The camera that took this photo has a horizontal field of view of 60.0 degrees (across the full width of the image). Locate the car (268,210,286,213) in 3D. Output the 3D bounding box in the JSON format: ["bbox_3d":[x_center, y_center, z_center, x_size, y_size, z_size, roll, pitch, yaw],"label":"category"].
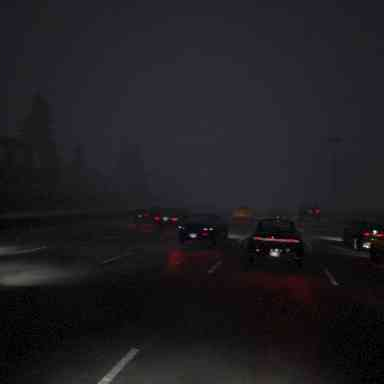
[{"bbox_3d":[8.254,2.357,31.979,1.895,1.301,4.718,2,-1,15],"label":"car"}]

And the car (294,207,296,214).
[{"bbox_3d":[16.557,2.681,50.192,2.097,1.767,4.553,2,-1,15],"label":"car"}]

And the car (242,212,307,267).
[{"bbox_3d":[3.227,1.792,12.825,2.128,1.511,4.902,2,-1,15],"label":"car"}]

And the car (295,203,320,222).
[{"bbox_3d":[13.481,2.272,38.377,2.150,2.045,5.566,2,-1,16],"label":"car"}]

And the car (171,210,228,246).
[{"bbox_3d":[0.650,1.777,16.790,1.812,1.442,4.674,2,-1,15],"label":"car"}]

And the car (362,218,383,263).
[{"bbox_3d":[7.314,1.893,10.875,1.801,1.575,5.366,2,-1,15],"label":"car"}]

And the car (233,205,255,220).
[{"bbox_3d":[5.613,2.178,35.680,1.882,1.535,5.008,2,-1,15],"label":"car"}]

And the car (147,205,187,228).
[{"bbox_3d":[-1.079,1.826,23.984,2.033,1.411,5.357,2,-1,15],"label":"car"}]

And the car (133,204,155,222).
[{"bbox_3d":[-3.507,1.769,28.519,1.812,1.442,4.674,2,-1,15],"label":"car"}]

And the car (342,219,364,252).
[{"bbox_3d":[8.787,2.076,16.492,1.837,1.490,4.892,2,-1,15],"label":"car"}]
